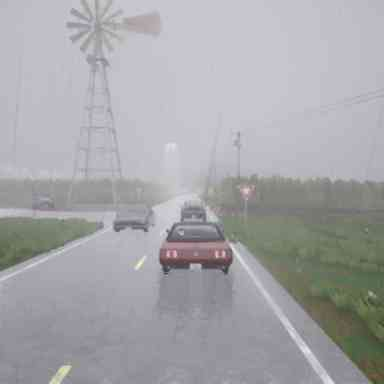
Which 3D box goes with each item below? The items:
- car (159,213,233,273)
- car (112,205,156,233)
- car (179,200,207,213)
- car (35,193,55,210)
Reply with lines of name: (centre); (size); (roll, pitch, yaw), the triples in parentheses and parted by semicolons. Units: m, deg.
car: (0.100, 1.557, 10.464); (1.895, 1.301, 4.718); (0, 0, 0)
car: (-3.201, 1.466, 19.514); (2.033, 1.411, 5.357); (0, 0, 0)
car: (0.107, 1.394, 25.295); (1.837, 1.490, 4.892); (0, 1, 0)
car: (-17.221, 1.058, 38.696); (1.905, 1.878, 3.866); (0, 0, -31)
